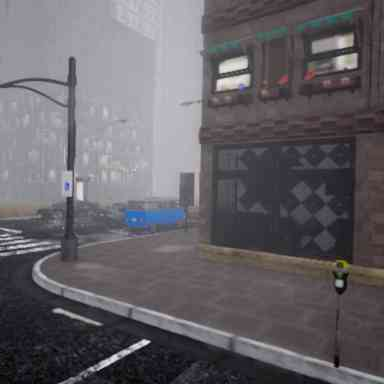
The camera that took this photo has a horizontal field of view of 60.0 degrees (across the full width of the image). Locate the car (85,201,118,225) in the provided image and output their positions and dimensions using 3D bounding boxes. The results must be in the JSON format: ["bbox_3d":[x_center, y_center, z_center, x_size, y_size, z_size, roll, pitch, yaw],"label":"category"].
[{"bbox_3d":[-3.722,1.351,21.107,2.033,1.411,5.357,2,1,35],"label":"car"}]

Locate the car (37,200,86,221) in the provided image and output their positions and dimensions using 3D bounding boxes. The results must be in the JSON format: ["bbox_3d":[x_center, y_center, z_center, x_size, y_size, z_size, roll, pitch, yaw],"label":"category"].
[{"bbox_3d":[-8.813,1.218,23.759,1.947,1.339,4.313,2,1,35],"label":"car"}]

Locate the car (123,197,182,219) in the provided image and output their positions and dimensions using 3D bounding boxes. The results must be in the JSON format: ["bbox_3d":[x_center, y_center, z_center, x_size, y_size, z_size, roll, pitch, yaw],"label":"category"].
[{"bbox_3d":[-3.125,1.199,27.335,2.128,1.511,4.902,2,1,35],"label":"car"}]

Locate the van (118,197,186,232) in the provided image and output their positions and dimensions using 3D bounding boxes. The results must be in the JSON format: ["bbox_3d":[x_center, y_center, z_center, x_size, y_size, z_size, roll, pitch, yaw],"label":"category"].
[{"bbox_3d":[-1.956,1.218,18.934,1.690,1.788,3.998,2,1,35],"label":"van"}]
